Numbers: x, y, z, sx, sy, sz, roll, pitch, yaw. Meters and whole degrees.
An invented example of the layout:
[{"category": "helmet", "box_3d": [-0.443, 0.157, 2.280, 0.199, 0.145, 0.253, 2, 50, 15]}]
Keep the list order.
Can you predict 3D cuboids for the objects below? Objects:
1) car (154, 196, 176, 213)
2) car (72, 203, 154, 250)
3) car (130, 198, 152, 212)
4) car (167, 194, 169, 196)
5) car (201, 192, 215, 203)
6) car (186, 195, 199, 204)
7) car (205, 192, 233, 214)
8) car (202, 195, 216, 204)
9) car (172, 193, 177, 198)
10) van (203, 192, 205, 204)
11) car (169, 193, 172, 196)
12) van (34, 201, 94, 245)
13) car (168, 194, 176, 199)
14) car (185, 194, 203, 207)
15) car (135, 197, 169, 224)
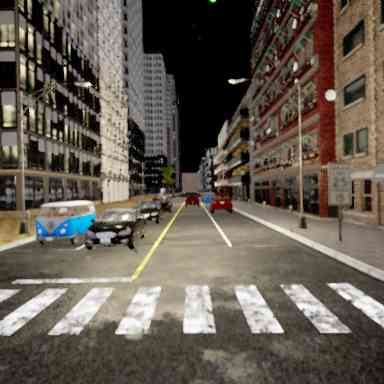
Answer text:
[{"category": "car", "box_3d": [-2.994, 1.412, 33.735, 1.994, 1.385, 4.181, -1, 0, 1]}, {"category": "car", "box_3d": [-3.093, 1.448, 14.268, 2.128, 1.511, 4.902, -1, 0, 0]}, {"category": "car", "box_3d": [-5.645, 1.408, 37.377, 1.752, 1.417, 4.829, -1, 0, 0]}, {"category": "car", "box_3d": [-5.607, 1.290, 59.580, 1.752, 1.417, 4.829, -1, 0, 0]}, {"category": "car", "box_3d": [2.767, 0.908, 59.734, 2.192, 1.841, 5.009, -1, 0, 0]}, {"category": "car", "box_3d": [0.079, 1.274, 54.864, 1.895, 1.301, 4.718, -1, 0, 0]}, {"category": "car", "box_3d": [2.719, 1.055, 31.981, 2.192, 1.841, 5.009, -1, 0, 0]}, {"category": "car", "box_3d": [2.763, 1.172, 54.185, 2.008, 1.369, 4.403, -1, 0, 0]}, {"category": "car", "box_3d": [-5.567, 1.204, 81.953, 2.008, 1.369, 4.403, -1, 0, 0]}, {"category": "van", "box_3d": [2.748, 0.992, 48.633, 1.690, 1.788, 3.998, -1, 0, 0]}, {"category": "car", "box_3d": [-5.596, 1.287, 65.301, 2.008, 1.369, 4.403, -1, 0, 0]}, {"category": "van", "box_3d": [-5.688, 1.344, 15.342, 1.690, 1.788, 3.998, -1, 0, 0]}, {"category": "car", "box_3d": [-5.547, 1.181, 93.056, 1.802, 1.307, 4.206, -1, 0, 0]}, {"category": "car", "box_3d": [0.059, 1.205, 44.411, 1.882, 1.535, 5.008, -1, 0, 0]}, {"category": "car", "box_3d": [-3.068, 1.395, 23.728, 2.128, 1.511, 4.902, -1, 0, 0]}]
